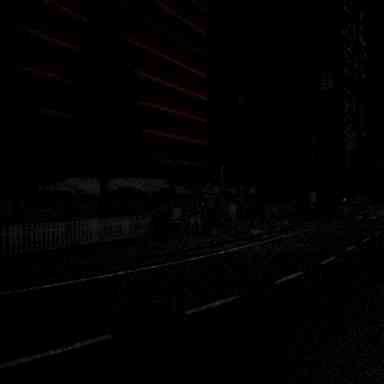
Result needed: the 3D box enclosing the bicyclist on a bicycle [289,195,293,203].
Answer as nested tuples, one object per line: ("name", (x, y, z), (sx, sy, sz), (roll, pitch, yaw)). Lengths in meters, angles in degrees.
("bicyclist on a bicycle", (18.536, 1.353, 61.996), (0.582, 1.620, 1.656), (0, 0, 38))
